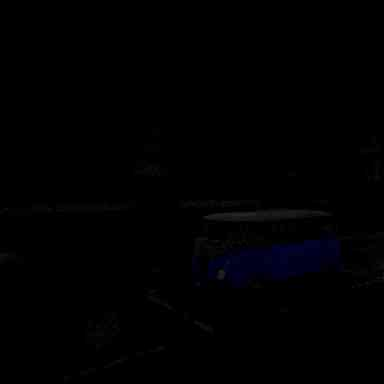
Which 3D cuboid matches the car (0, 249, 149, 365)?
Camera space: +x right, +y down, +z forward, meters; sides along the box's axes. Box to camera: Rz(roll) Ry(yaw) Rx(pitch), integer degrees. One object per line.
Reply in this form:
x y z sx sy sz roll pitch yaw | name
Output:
-2.782 1.545 4.549 4.507 1.381 1.887 0 0 -36 | car

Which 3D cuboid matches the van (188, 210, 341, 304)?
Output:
1.814 1.340 7.848 3.998 1.788 1.690 0 0 -36 | van
